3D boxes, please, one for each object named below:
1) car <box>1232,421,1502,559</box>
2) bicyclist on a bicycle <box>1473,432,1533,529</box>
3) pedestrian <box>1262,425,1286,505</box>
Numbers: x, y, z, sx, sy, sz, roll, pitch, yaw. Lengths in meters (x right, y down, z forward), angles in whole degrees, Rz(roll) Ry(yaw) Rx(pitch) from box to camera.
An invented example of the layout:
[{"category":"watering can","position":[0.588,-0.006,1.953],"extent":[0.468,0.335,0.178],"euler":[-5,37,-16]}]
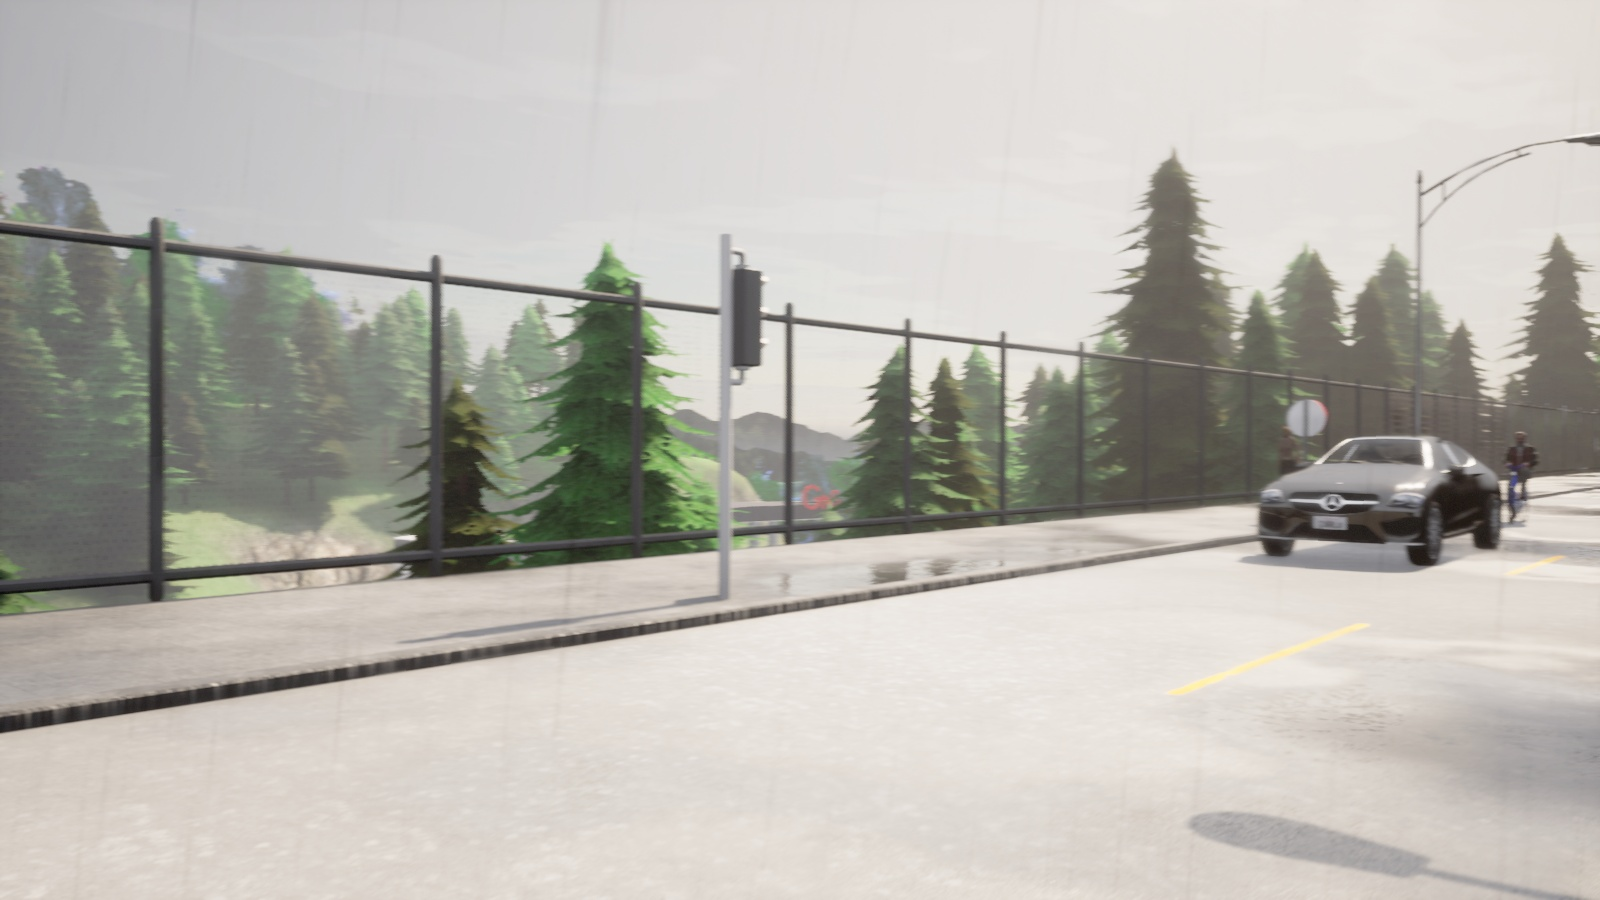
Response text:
[{"category":"car","position":[8.063,0.468,17.574],"extent":[2.152,1.651,5.027],"euler":[1,0,40]},{"category":"bicyclist on a bicycle","position":[13.414,0.553,23.945],"extent":[0.659,1.776,1.843],"euler":[1,0,40]},{"category":"pedestrian","position":[11.027,0.347,29.214],"extent":[0.331,1.846,0.634],"euler":[1,0,40]}]
